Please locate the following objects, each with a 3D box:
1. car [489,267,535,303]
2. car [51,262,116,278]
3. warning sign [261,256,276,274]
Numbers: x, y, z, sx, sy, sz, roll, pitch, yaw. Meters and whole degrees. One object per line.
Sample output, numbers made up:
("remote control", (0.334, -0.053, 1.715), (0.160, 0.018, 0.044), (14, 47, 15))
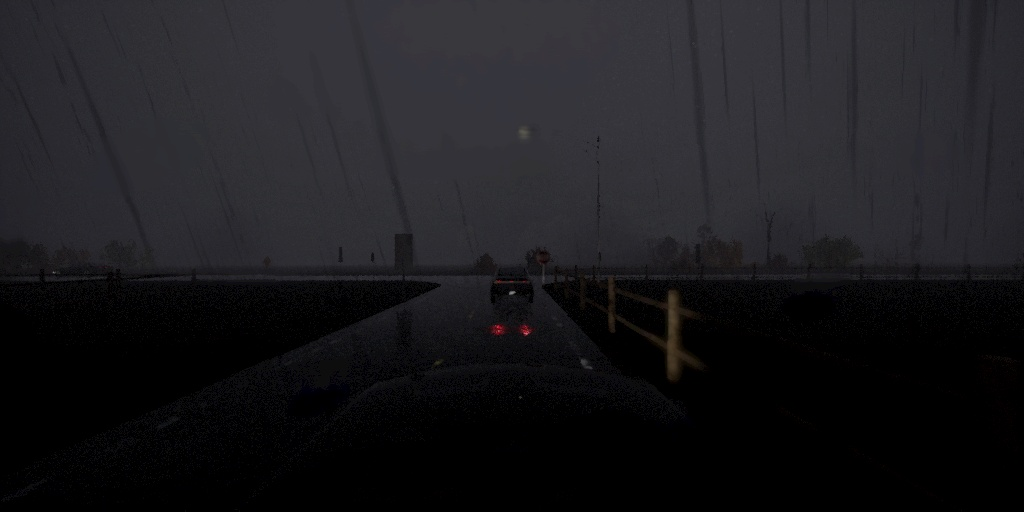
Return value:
("car", (0.000, 1.244, 16.500), (2.128, 1.511, 4.902), (0, 0, 0))
("car", (-41.733, 1.358, 34.957), (4.902, 1.511, 2.128), (0, 0, 0))
("warning sign", (-25.385, 0.927, 37.277), (1.060, 1.860, 1.300), (0, 0, 0))
